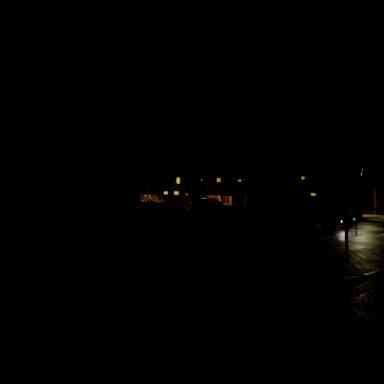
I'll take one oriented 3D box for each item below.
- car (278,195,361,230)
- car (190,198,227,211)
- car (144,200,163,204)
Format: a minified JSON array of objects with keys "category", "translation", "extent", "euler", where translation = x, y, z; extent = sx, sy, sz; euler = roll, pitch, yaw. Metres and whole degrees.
[{"category":"car","translation":[8.025,1.245,21.838],"extent":[2.150,2.045,5.566],"euler":[-2,1,-33]},{"category":"car","translation":[1.720,1.369,31.409],"extent":[2.097,1.767,4.553],"euler":[-2,1,-33]},{"category":"car","translation":[-4.829,1.607,41.362],"extent":[1.895,1.301,4.718],"euler":[-2,1,-33]}]
